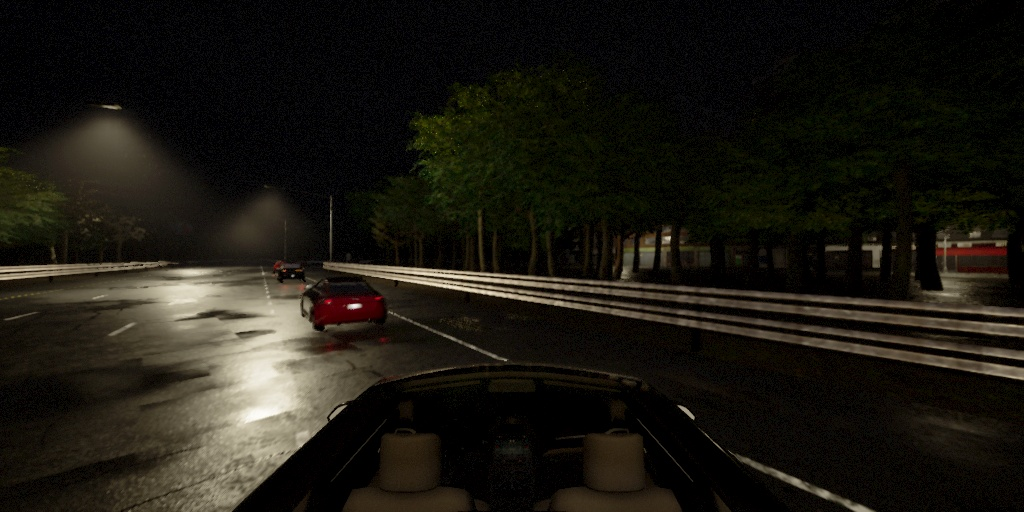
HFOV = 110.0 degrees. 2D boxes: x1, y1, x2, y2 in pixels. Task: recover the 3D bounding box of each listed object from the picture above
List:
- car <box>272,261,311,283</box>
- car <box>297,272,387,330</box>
[{"bbox_3d":[-18.689,1.385,30.284,2.128,1.511,4.902,0,0,-35],"label":"car"},{"bbox_3d":[-5.497,1.364,11.539,1.994,1.385,4.181,0,0,-35],"label":"car"}]
